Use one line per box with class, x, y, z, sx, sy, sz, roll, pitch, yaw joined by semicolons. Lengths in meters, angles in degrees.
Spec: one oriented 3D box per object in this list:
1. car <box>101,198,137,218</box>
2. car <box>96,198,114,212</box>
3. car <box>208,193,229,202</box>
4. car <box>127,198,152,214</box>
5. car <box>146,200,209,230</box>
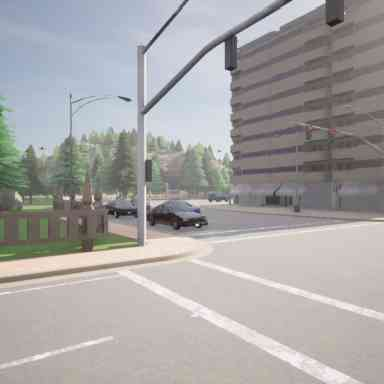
car;-6.292;1.424;29.447;1.882;1.535;5.008;0;0;-28
car;-10.087;1.472;38.587;1.812;1.442;4.674;0;0;-15
car;5.671;1.177;71.183;2.150;2.045;5.566;0;0;40
car;-5.829;1.452;36.491;1.837;1.490;4.892;0;0;-20
car;-1.198;1.494;21.117;2.033;1.411;5.357;0;0;-34
